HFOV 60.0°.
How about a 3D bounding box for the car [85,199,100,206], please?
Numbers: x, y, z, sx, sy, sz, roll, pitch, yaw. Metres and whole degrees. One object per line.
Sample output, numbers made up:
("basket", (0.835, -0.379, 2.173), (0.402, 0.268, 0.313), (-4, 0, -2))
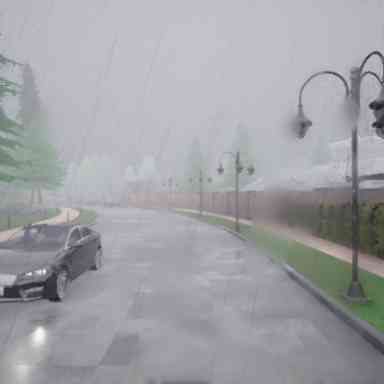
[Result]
("car", (-21.468, 2.218, 71.751), (1.837, 1.490, 4.892), (0, -1, -39))

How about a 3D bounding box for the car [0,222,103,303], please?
("car", (-3.670, 1.579, 8.567), (2.128, 1.511, 4.902), (0, -1, -1))

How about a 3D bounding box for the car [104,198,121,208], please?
("car", (-15.067, 1.978, 62.644), (2.097, 1.767, 4.553), (0, -1, -33))
